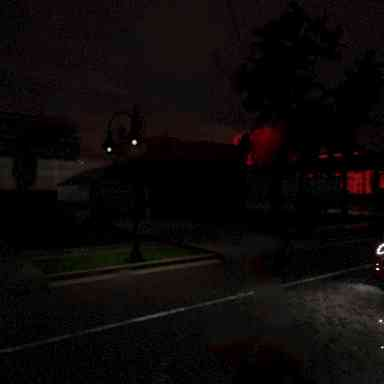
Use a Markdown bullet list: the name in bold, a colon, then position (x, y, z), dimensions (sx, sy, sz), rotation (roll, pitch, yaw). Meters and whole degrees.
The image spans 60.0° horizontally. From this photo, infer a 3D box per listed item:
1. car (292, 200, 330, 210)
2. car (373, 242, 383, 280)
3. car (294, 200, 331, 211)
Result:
- **car**: position (18.162, 1.932, 50.904), dimensions (2.033, 1.411, 5.357), rotation (1, 0, -34)
- **car**: position (6.781, 1.443, 8.806), dimensions (4.553, 1.767, 2.097), rotation (1, 0, -35)
- **car**: position (16.890, 1.954, 46.500), dimensions (1.895, 1.301, 4.718), rotation (1, 0, -34)
